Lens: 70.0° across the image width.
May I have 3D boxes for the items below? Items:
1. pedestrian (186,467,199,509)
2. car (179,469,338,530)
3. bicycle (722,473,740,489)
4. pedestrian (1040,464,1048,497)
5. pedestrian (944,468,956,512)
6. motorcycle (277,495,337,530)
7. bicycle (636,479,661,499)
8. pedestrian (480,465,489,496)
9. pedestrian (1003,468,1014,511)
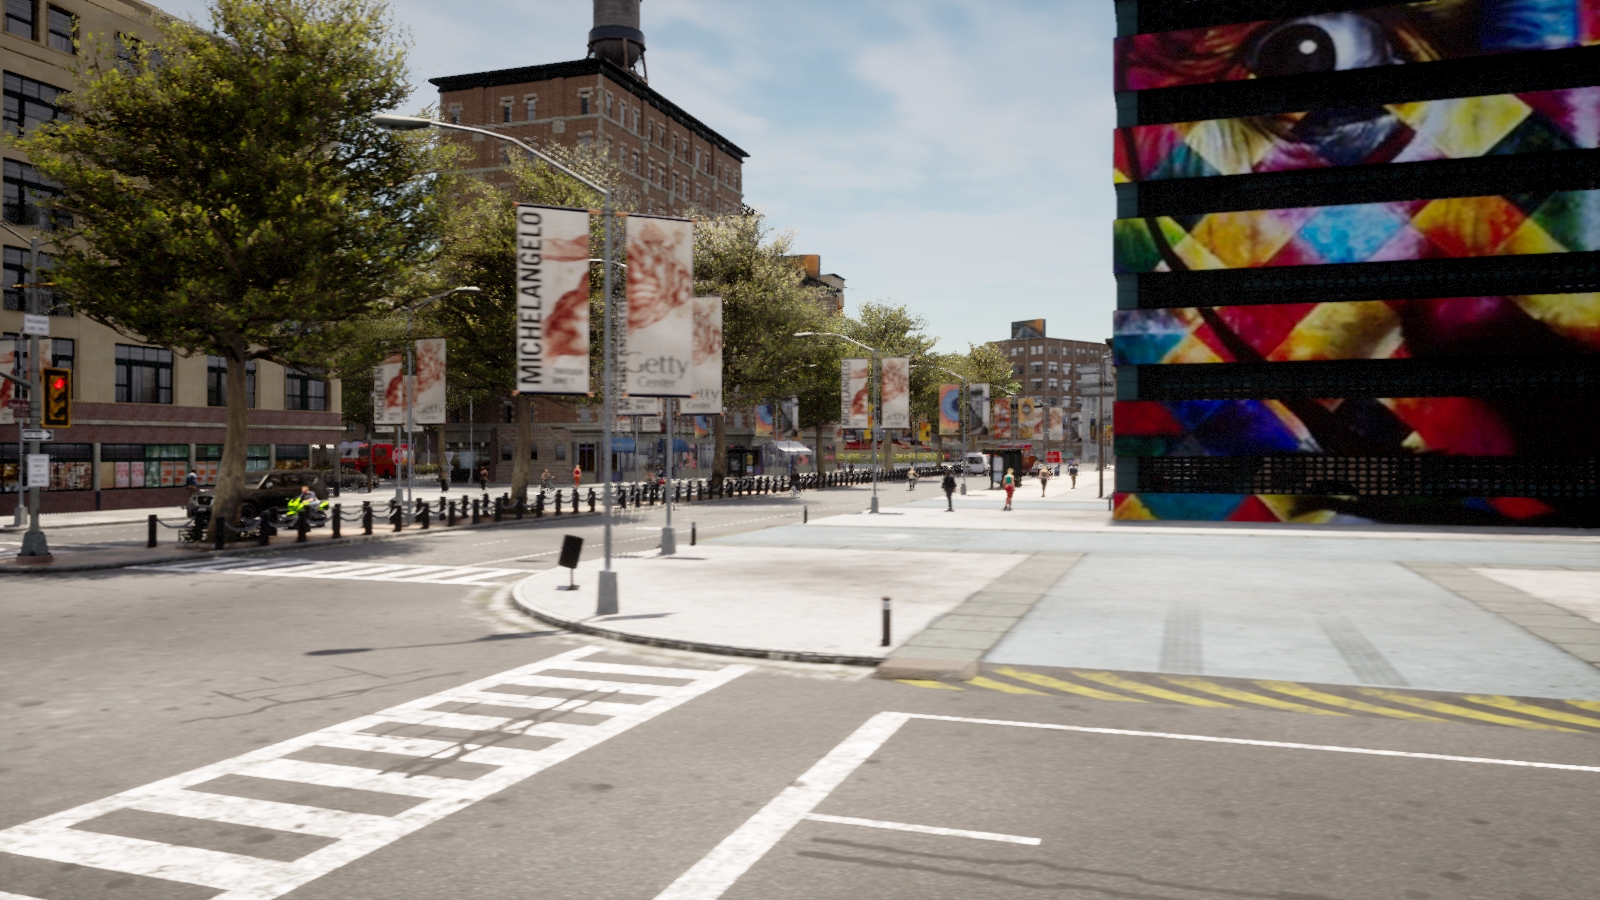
[{"bbox_3d":[-27.330,1.699,51.425,0.375,1.860,0.375,0,0,33],"label":"pedestrian"},{"bbox_3d":[-20.340,1.782,43.239,2.150,2.045,5.566,0,0,19],"label":"car"},{"bbox_3d":[-5.007,2.263,82.991,0.859,1.080,1.487,0,0,19],"label":"bicycle"},{"bbox_3d":[13.775,1.702,64.489,0.375,1.860,0.375,0,0,19],"label":"pedestrian"},{"bbox_3d":[6.409,1.700,48.877,0.375,1.860,0.375,0,0,36],"label":"pedestrian"},{"bbox_3d":[-17.529,2.216,40.673,0.803,1.145,2.033,0,0,19],"label":"motorcycle"},{"bbox_3d":[-8.770,2.261,66.051,0.859,1.080,1.487,0,0,19],"label":"bicycle"},{"bbox_3d":[-19.155,1.854,69.402,0.375,1.860,0.375,0,0,20],"label":"pedestrian"},{"bbox_3d":[9.096,1.701,49.881,0.375,1.860,0.375,0,0,35],"label":"pedestrian"}]
